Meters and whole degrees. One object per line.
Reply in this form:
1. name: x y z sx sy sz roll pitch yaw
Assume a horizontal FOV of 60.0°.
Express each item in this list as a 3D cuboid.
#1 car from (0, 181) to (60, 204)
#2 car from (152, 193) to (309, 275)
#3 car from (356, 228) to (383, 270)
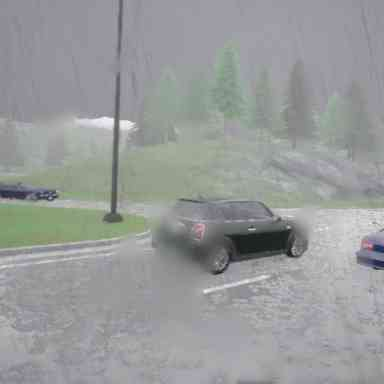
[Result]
1. car: -11.030 -0.047 21.612 4.718 1.301 1.895 4 3 16
2. car: 1.266 0.913 9.217 4.553 1.767 2.097 0 4 -38
3. car: 6.414 1.367 8.863 5.357 1.411 2.033 0 4 -38
